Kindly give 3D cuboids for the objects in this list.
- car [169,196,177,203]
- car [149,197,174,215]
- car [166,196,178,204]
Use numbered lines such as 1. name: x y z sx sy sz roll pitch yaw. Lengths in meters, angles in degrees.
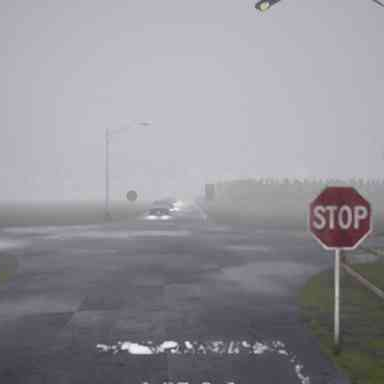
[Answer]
1. car: -3.430 1.511 45.648 2.033 1.411 5.357 0 0 -1
2. car: -3.189 1.524 33.802 2.033 1.411 5.357 0 0 -1
3. car: -3.915 1.484 65.490 2.033 1.411 5.357 0 0 -1
